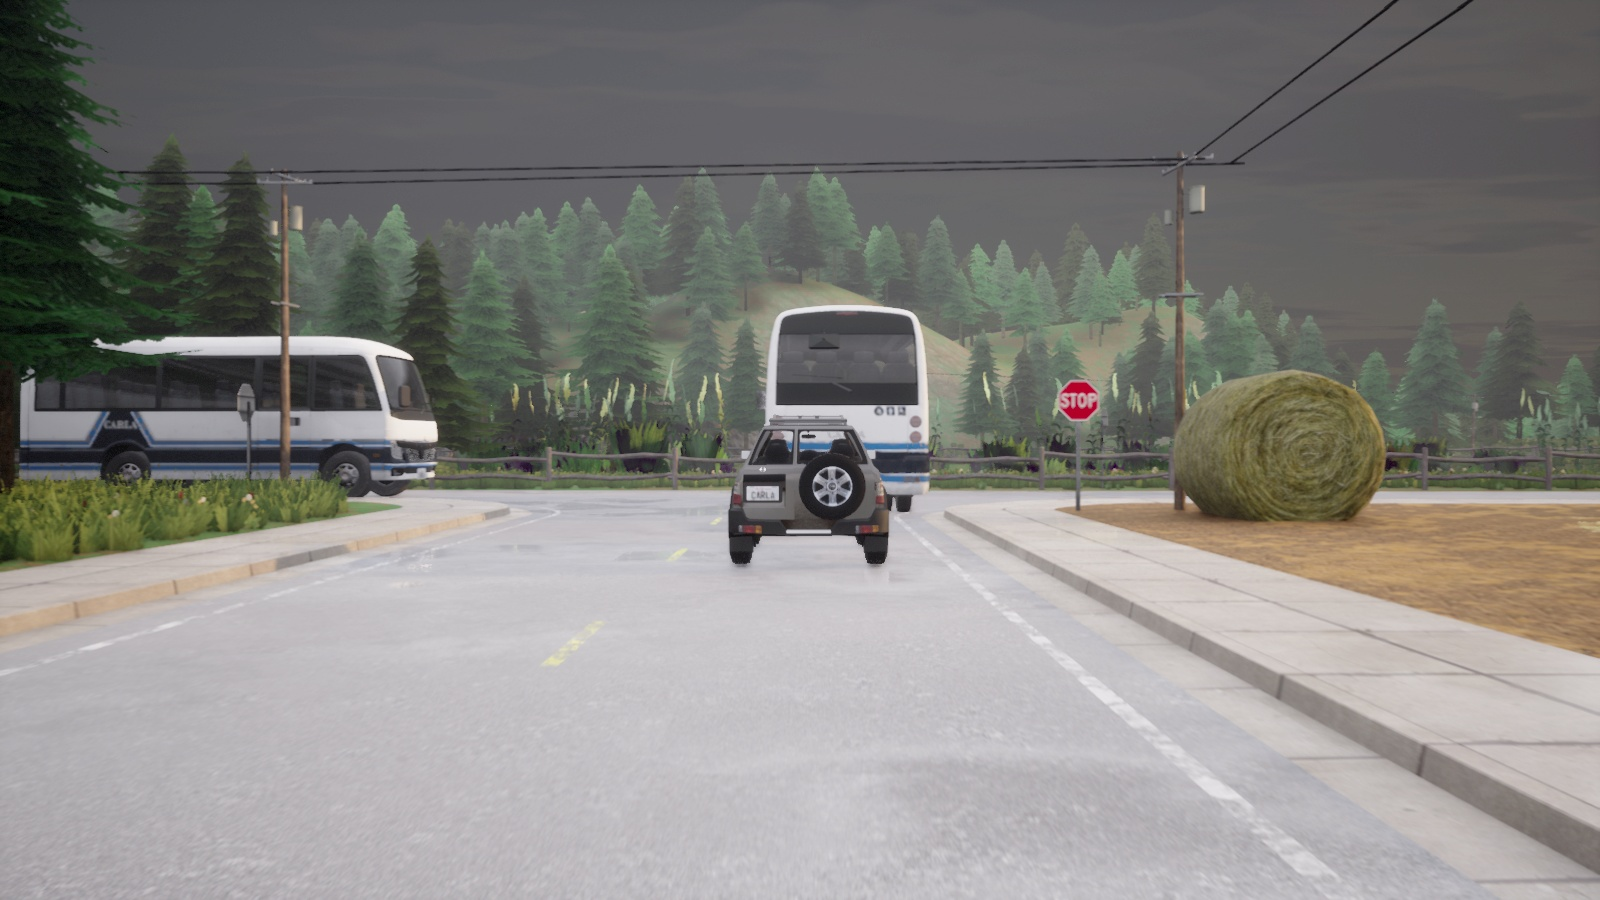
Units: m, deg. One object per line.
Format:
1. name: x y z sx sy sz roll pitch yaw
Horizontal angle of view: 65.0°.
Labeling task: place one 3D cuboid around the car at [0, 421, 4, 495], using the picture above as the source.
1. car: -24.747 0.222 33.606 5.566 2.045 2.150 0 0 2

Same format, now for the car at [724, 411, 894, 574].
1. car: 0.111 0.470 16.596 1.932 1.855 4.605 0 0 0

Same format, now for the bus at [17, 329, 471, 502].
1. bus: -14.339 -0.863 33.089 10.273 4.253 3.944 0 0 3

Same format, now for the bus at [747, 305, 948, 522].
1. bus: 0.906 -0.808 29.800 3.944 4.253 10.273 0 1 0
